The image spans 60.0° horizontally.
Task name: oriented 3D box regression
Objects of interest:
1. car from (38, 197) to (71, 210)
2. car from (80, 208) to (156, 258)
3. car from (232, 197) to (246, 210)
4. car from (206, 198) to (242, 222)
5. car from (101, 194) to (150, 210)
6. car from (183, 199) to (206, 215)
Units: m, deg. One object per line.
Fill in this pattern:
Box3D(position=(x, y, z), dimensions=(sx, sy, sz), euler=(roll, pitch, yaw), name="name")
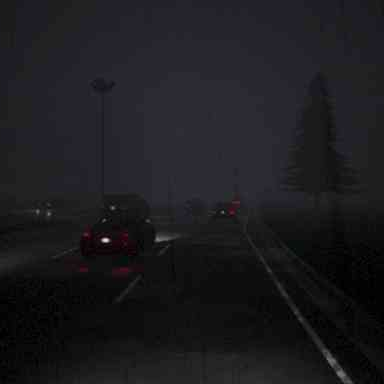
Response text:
Box3D(position=(-16.993, 1.391, 41.319), dimensions=(1.837, 1.490, 4.892), euler=(0, 0, 11), name="car")
Box3D(position=(-2.650, 1.527, 12.737), dimensions=(1.994, 1.385, 4.181), euler=(0, 0, 4), name="car")
Box3D(position=(5.634, 1.408, 41.890), dimensions=(1.837, 1.490, 4.892), euler=(0, 0, 11), name="car")
Box3D(position=(2.597, 1.487, 25.824), dimensions=(2.033, 1.411, 5.357), euler=(0, 0, 10), name="car")
Box3D(position=(-4.759, 1.152, 24.465), dimensions=(2.150, 2.045, 5.566), euler=(0, 0, 9), name="car")
Box3D(position=(0.379, 1.395, 33.074), dimensions=(1.882, 1.535, 5.008), euler=(0, 0, 11), name="car")
